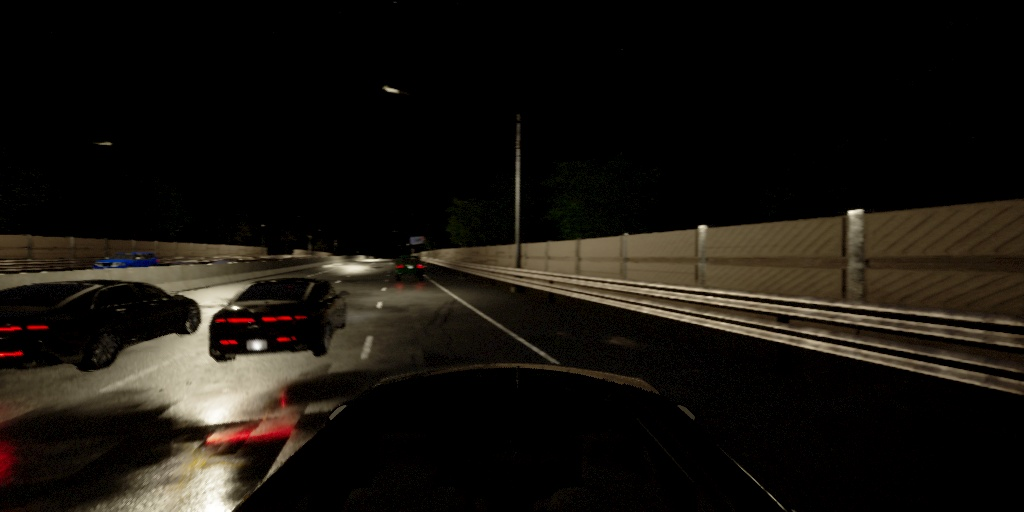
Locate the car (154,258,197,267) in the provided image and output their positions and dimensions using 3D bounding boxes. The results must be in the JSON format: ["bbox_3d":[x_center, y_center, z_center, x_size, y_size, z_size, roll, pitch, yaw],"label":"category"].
[{"bbox_3d":[-32.617,1.091,35.598,1.895,1.301,4.718,1,0,-18],"label":"car"}]

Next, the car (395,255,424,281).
[{"bbox_3d":[-8.865,0.974,30.977,2.150,2.045,5.566,1,0,-18],"label":"car"}]

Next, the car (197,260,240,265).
[{"bbox_3d":[-29.291,1.067,36.692,2.033,1.411,5.357,1,0,-18],"label":"car"}]

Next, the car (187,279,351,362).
[{"bbox_3d":[-5.061,1.262,8.364,1.837,1.490,4.892,1,0,-18],"label":"car"}]

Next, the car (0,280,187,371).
[{"bbox_3d":[-8.395,1.233,7.299,1.837,1.490,4.892,1,0,-18],"label":"car"}]

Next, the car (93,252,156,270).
[{"bbox_3d":[-35.526,0.695,33.253,2.150,2.045,5.566,0,0,-18],"label":"car"}]
